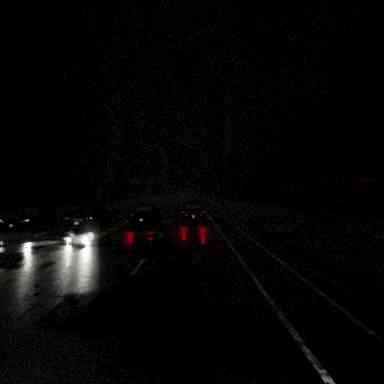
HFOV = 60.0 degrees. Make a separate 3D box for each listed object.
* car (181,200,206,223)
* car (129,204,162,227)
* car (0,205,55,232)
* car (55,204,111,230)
[{"bbox_3d":[0.100,1.571,25.952,1.812,1.442,4.674,0,0,0],"label":"car"},{"bbox_3d":[-3.148,1.563,22.946,1.812,1.442,4.674,0,0,0],"label":"car"},{"bbox_3d":[-9.835,1.557,20.424,1.812,1.442,4.674,0,0,0],"label":"car"},{"bbox_3d":[-6.580,1.525,21.400,2.128,1.511,4.902,0,0,0],"label":"car"}]
